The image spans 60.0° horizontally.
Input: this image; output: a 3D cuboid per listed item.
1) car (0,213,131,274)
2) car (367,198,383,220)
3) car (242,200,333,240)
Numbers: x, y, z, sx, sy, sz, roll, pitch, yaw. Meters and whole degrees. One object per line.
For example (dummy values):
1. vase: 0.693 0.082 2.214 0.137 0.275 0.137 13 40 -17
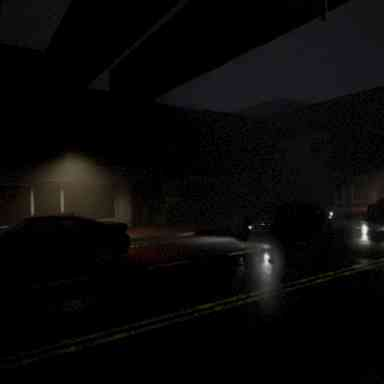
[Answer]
1. car: -4.275 1.412 9.525 5.008 1.535 1.882 -1 1 -33
2. car: 12.953 0.910 20.859 5.008 1.535 1.882 -2 1 -33
3. car: 4.470 1.185 15.282 4.892 1.490 1.837 -2 1 -33
